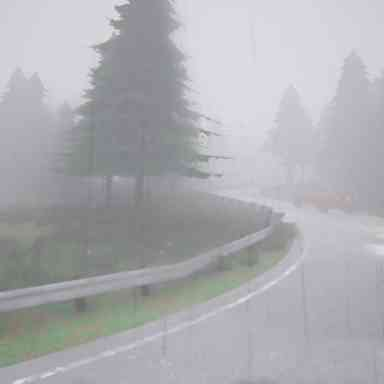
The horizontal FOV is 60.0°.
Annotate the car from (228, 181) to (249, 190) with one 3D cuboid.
[{"bbox_3d":[7.754,-1.146,54.663,2.033,1.411,5.357,1,3,30],"label":"car"}]

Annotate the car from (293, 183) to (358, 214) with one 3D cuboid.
[{"bbox_3d":[9.542,0.386,24.220,2.150,2.045,5.566,3,3,-12],"label":"car"}]
